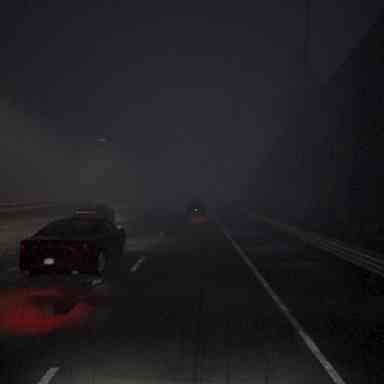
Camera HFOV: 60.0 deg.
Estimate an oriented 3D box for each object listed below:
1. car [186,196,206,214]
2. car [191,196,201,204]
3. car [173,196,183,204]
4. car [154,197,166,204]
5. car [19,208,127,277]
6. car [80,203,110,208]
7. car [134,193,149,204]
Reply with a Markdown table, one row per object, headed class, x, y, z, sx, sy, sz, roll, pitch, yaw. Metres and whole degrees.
| class | x | y | z | sx | sy | sz | roll | pitch | yaw |
| --- | --- | --- | --- | --- | --- | --- | --- | --- | --- |
| car | 0.432 | 1.515 | 35.017 | 1.837 | 1.490 | 4.892 | 0 | 0 | 1 |
| car | 0.782 | 1.496 | 65.279 | 1.882 | 1.535 | 5.008 | 0 | 0 | 1 |
| car | -2.718 | 1.523 | 65.195 | 1.837 | 1.490 | 4.892 | 0 | 0 | 1 |
| car | -6.222 | 1.618 | 64.964 | 1.895 | 1.301 | 4.718 | 0 | 0 | 1 |
| car | -3.344 | 1.480 | 10.301 | 1.882 | 1.535 | 5.008 | 0 | 0 | 0 |
| car | -6.704 | 1.497 | 23.272 | 2.128 | 1.511 | 4.902 | 0 | 0 | 1 |
| car | -9.727 | 1.239 | 64.590 | 2.150 | 2.045 | 5.566 | 0 | 0 | 1 |
